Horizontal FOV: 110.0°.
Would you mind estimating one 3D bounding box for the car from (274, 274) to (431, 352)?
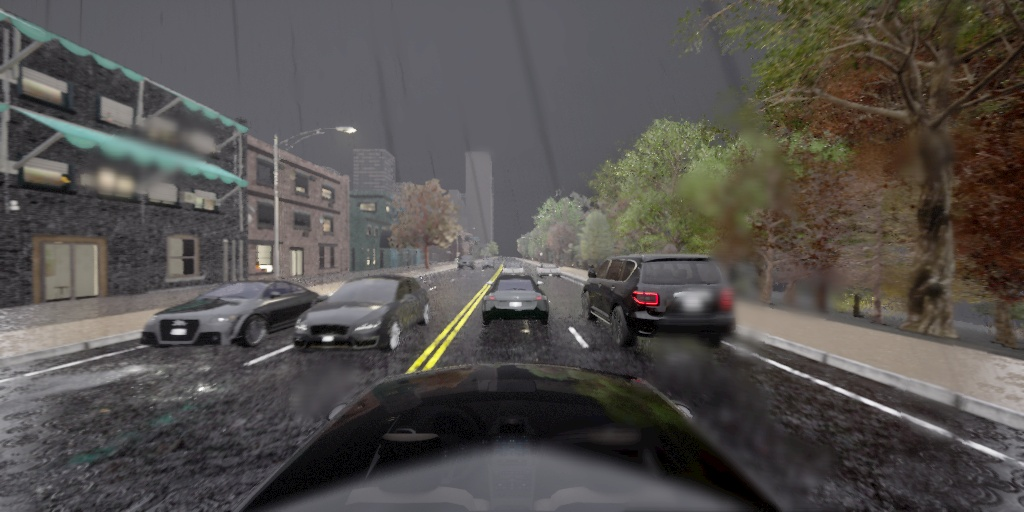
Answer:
[{"bbox_3d":[-3.352,1.254,8.961,1.837,1.490,4.892,0,0,0],"label":"car"}]

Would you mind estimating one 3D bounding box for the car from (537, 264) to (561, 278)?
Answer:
[{"bbox_3d":[3.344,1.345,33.304,1.895,1.301,4.718,0,0,0],"label":"car"}]

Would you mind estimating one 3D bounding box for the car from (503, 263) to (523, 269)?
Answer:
[{"bbox_3d":[0.094,1.346,33.335,1.895,1.301,4.718,0,0,0],"label":"car"}]

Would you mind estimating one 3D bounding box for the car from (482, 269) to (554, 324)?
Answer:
[{"bbox_3d":[0.099,1.312,11.977,1.994,1.385,4.181,0,0,0],"label":"car"}]

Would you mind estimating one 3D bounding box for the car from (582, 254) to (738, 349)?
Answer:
[{"bbox_3d":[3.349,0.970,9.324,2.150,2.045,5.566,0,0,0],"label":"car"}]

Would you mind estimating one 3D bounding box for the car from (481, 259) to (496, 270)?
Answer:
[{"bbox_3d":[-3.462,1.248,53.254,1.837,1.490,4.892,0,0,-1],"label":"car"}]

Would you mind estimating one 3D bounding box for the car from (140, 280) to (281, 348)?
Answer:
[{"bbox_3d":[-6.601,1.313,9.097,1.994,1.385,4.181,0,0,0],"label":"car"}]

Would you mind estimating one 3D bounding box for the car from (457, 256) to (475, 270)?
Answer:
[{"bbox_3d":[-6.711,0.964,53.227,2.150,2.045,5.566,0,0,0],"label":"car"}]
